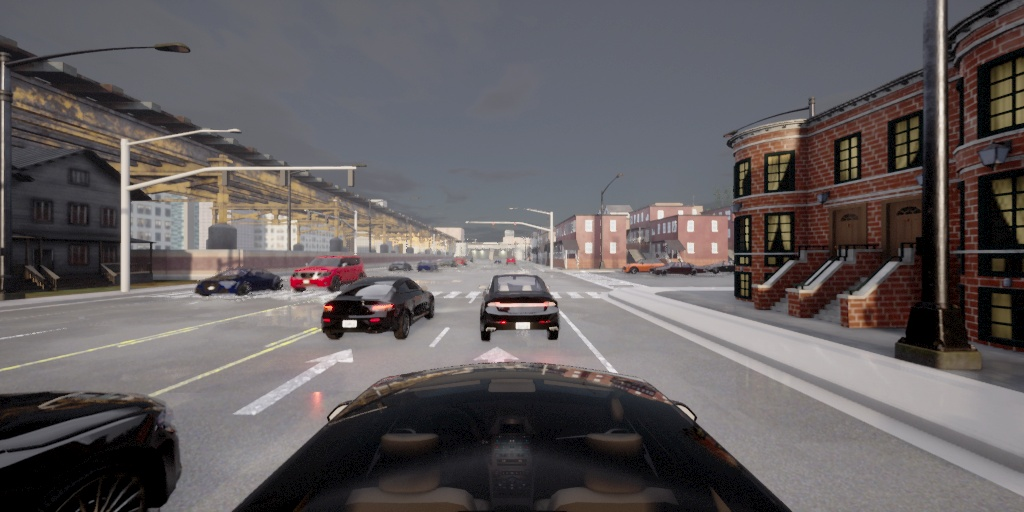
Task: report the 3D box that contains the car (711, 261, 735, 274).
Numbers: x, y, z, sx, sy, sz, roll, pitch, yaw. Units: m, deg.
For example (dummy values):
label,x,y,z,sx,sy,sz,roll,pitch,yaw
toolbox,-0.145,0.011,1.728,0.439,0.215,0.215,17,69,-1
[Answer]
label,x,y,z,sx,sy,sz,roll,pitch,yaw
car,23.890,1.252,40.227,4.902,1.511,2.128,0,0,0

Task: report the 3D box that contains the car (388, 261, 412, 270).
label,x,y,z,sx,sy,sz,roll,pitch,yaw
car,-14.217,1.327,45.716,1.994,1.385,4.181,0,0,0

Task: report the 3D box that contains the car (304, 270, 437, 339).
label,x,y,z,sx,sy,sz,roll,pitch,yaw
car,-3.450,1.278,9.936,1.812,1.442,4.674,0,0,0

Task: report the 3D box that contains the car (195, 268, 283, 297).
label,x,y,z,sx,sy,sz,roll,pitch,yaw
car,-14.148,1.319,18.851,1.994,1.385,4.181,0,0,0

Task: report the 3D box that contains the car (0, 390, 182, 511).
label,x,y,z,sx,sy,sz,roll,pitch,yaw
car,-3.395,1.241,0.668,2.128,1.511,4.902,0,0,0

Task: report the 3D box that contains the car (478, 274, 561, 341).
label,x,y,z,sx,sy,sz,roll,pitch,yaw
car,0.092,1.244,9.902,2.128,1.511,4.902,0,0,-3

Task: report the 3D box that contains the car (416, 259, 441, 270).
label,x,y,z,sx,sy,sz,roll,pitch,yaw
car,-10.721,1.363,45.660,1.895,1.301,4.718,0,0,0

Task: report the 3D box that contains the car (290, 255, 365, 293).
label,x,y,z,sx,sy,sz,roll,pitch,yaw
car,-10.654,0.977,21.303,2.150,2.045,5.566,0,0,0

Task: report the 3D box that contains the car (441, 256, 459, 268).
label,x,y,z,sx,sy,sz,roll,pitch,yaw
car,-10.741,1.119,60.511,2.097,1.767,4.553,0,0,0

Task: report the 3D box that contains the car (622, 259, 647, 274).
label,x,y,z,sx,sy,sz,roll,pitch,yaw
car,14.743,1.113,40.199,4.553,1.767,2.097,0,0,0

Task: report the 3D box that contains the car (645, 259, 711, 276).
label,x,y,z,sx,sy,sz,roll,pitch,yaw
car,16.899,1.307,36.715,5.357,1.411,2.033,0,0,0
